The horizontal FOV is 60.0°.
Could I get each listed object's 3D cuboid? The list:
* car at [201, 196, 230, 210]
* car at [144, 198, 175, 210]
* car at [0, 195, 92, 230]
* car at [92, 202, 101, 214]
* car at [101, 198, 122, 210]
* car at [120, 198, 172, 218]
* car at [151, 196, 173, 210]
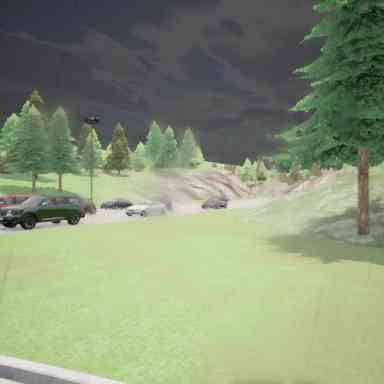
[{"bbox_3d":[2.854,1.563,42.641,1.994,1.385,4.181,0,0,31],"label":"car"},{"bbox_3d":[-4.282,1.563,44.363,1.994,1.385,4.181,0,0,31],"label":"car"},{"bbox_3d":[-9.644,1.222,21.818,2.150,2.045,5.566,0,0,31],"label":"car"},{"bbox_3d":[-11.535,1.352,32.288,2.097,1.767,4.553,0,0,31],"label":"car"},{"bbox_3d":[-9.563,1.526,42.363,1.812,1.442,4.674,0,0,31],"label":"car"},{"bbox_3d":[-4.169,1.525,30.961,1.812,1.442,4.674,0,0,31],"label":"car"},{"bbox_3d":[-4.093,1.353,37.891,2.097,1.767,4.553,0,0,31],"label":"car"}]
